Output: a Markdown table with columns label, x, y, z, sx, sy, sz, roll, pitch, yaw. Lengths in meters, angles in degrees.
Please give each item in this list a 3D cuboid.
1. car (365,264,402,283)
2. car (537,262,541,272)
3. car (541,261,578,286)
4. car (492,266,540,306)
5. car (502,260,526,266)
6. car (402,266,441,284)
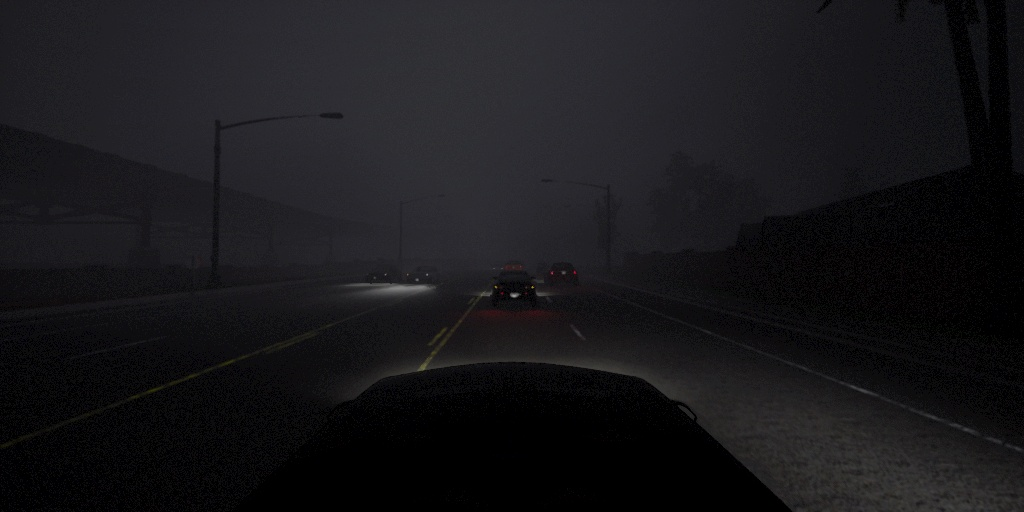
| label | x | y | z | sx | sy | sz | roll | pitch | yaw |
| --- | --- | --- | --- | --- | --- | --- | --- | --- | --- |
| car | -10.570 | 1.418 | 29.978 | 1.812 | 1.442 | 4.674 | 0 | 0 | 0 |
| car | 4.187 | 1.431 | 45.785 | 2.128 | 1.511 | 4.902 | 0 | 0 | 7 |
| car | 3.604 | 1.232 | 27.059 | 2.097 | 1.767 | 4.553 | 0 | 0 | 0 |
| car | 0.094 | 1.360 | 16.286 | 1.812 | 1.442 | 4.674 | 0 | 0 | 0 |
| car | 0.294 | 1.292 | 42.039 | 2.097 | 1.767 | 4.553 | 0 | 0 | 3 |
| car | -7.086 | 1.490 | 29.050 | 1.895 | 1.301 | 4.718 | 0 | 0 | 0 |
